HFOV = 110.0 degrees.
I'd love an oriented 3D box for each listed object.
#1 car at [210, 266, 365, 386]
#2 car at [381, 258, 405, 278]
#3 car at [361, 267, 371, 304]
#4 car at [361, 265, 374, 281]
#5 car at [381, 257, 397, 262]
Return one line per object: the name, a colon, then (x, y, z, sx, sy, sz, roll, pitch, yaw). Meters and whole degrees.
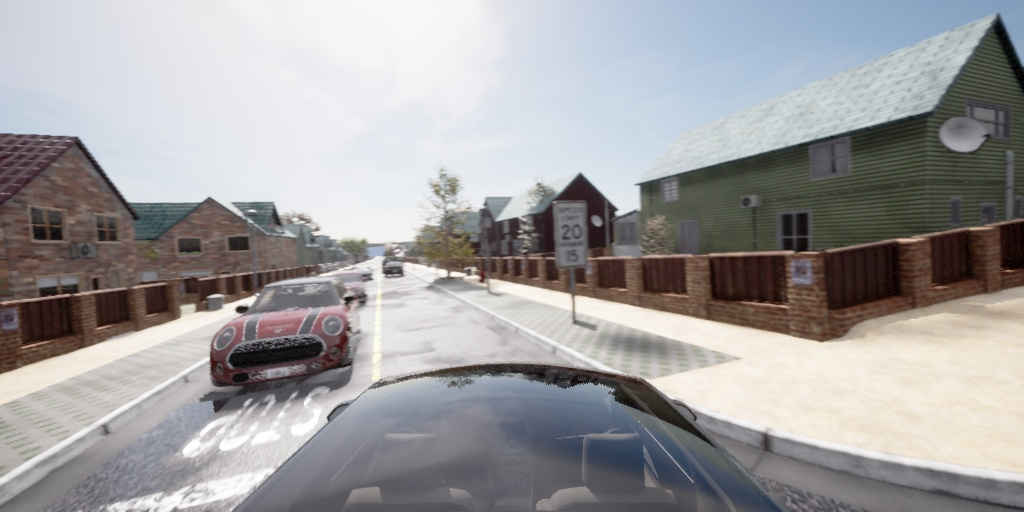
car: (-4.579, 1.295, 7.877, 2.097, 1.767, 4.553, -4, 1, -20)
car: (-12.375, 1.351, 37.536, 1.882, 1.535, 5.008, -4, 1, -20)
car: (-7.955, 1.503, 17.160, 1.812, 1.442, 4.674, -4, 1, -20)
car: (-13.872, 1.587, 33.336, 2.033, 1.411, 5.357, -4, 1, -20)
car: (-15.907, 1.138, 47.008, 2.150, 2.045, 5.566, -4, 1, -20)
